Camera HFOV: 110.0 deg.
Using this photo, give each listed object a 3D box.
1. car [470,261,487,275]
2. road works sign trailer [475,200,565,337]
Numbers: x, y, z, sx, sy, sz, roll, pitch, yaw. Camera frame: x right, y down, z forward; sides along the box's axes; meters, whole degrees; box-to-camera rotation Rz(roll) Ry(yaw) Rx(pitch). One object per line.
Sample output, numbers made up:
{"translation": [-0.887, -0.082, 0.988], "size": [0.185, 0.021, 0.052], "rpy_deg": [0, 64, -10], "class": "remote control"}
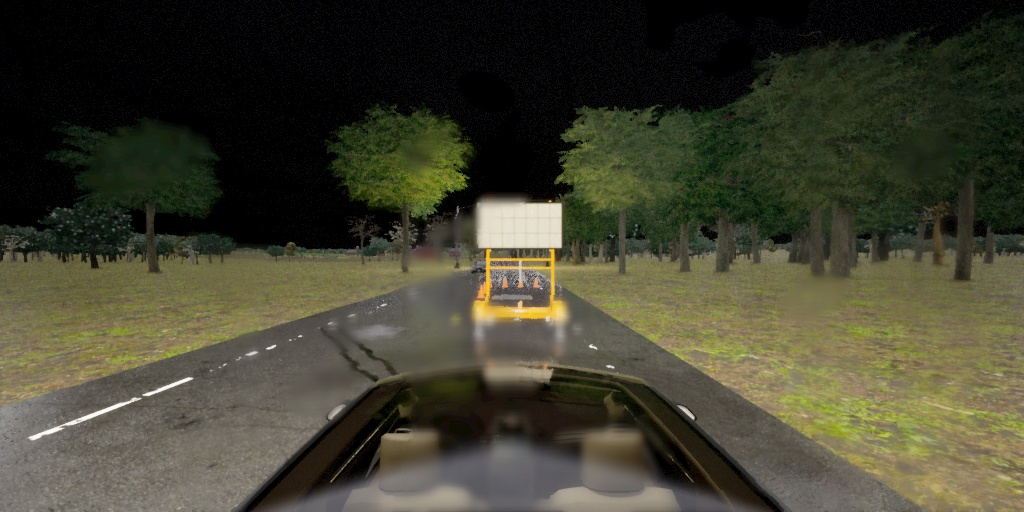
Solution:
{"translation": [-3.422, 1.261, 39.422], "size": [1.837, 1.490, 4.892], "rpy_deg": [0, 0, 0], "class": "car"}
{"translation": [0.240, 0.210, 10.246], "size": [2.380, 3.560, 2.880], "rpy_deg": [0, 0, 2], "class": "road works sign trailer"}
